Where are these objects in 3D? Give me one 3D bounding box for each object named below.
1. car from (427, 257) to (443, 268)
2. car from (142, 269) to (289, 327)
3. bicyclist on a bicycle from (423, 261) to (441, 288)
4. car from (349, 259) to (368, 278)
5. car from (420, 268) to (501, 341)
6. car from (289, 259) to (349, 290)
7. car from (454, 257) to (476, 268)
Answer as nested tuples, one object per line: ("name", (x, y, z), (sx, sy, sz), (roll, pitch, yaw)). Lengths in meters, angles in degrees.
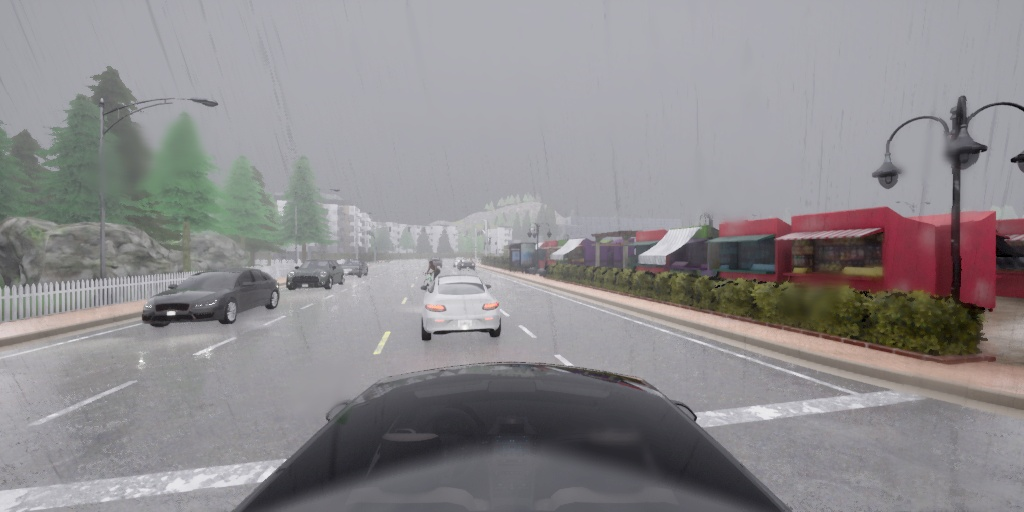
("car", (-10.858, 0.897, 50.796), (1.837, 1.490, 4.892), (0, 0, -13))
("car", (-9.188, 1.190, 11.461), (1.837, 1.490, 4.892), (0, 0, -13))
("bicyclist on a bicycle", (-4.310, 1.078, 19.597), (0.582, 1.620, 1.656), (0, 1, 25))
("car", (-13.591, 1.033, 30.683), (2.128, 1.511, 4.902), (0, 0, -13))
("car", (-1.476, 1.225, 9.748), (1.812, 1.442, 4.674), (0, 0, -12))
("car", (-11.392, 0.965, 21.061), (2.097, 1.767, 4.553), (0, 0, -13))
("car", (-5.625, 1.046, 43.736), (1.895, 1.301, 4.718), (0, 0, -13))
